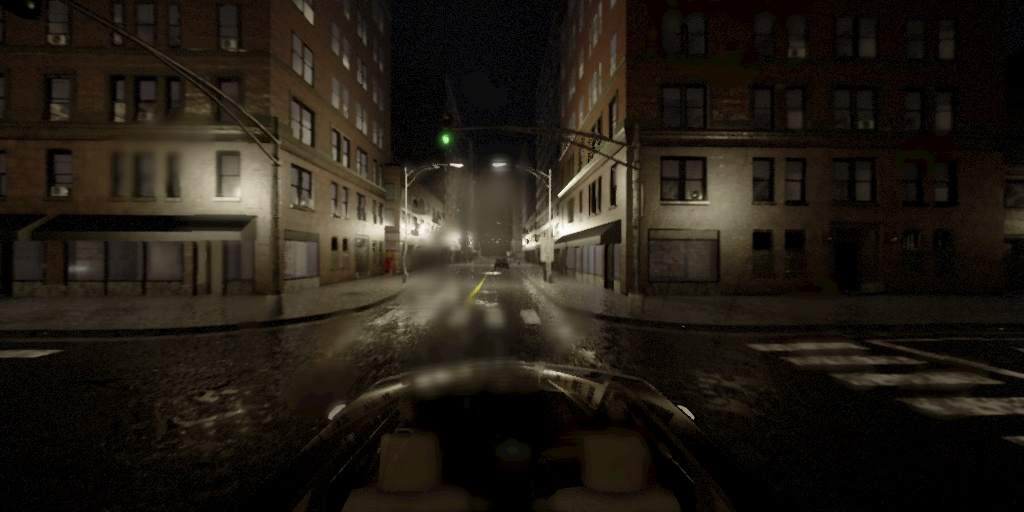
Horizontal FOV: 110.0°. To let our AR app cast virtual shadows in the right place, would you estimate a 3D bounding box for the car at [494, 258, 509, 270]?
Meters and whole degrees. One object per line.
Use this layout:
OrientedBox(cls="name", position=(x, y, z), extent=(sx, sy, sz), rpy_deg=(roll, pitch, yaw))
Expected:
OrientedBox(cls="car", position=(-1.424, 1.013, 48.864), extent=(1.882, 1.535, 5.008), rpy_deg=(0, 0, -2))
